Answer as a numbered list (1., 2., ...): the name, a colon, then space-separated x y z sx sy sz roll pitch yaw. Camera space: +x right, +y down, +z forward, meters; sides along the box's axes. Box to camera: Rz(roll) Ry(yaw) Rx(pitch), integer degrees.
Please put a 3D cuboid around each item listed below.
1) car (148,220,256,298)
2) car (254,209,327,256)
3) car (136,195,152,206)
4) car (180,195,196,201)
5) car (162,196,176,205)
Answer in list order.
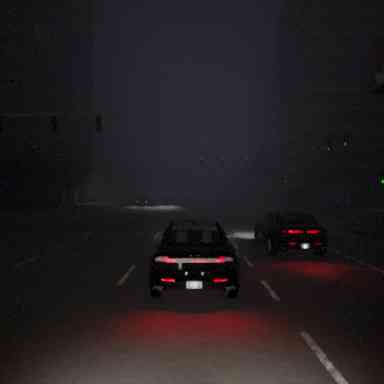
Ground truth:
1. car: 0.066 1.449 8.411 2.128 1.511 4.902 0 0 1
2. car: 3.616 1.440 12.879 1.837 1.490 4.892 0 0 1
3. car: -7.010 1.264 48.727 1.837 1.490 4.892 0 0 0
4. car: -1.018 1.205 73.310 1.895 1.301 4.718 0 0 -27
5. car: -3.494 1.347 51.361 1.895 1.301 4.718 0 0 1
